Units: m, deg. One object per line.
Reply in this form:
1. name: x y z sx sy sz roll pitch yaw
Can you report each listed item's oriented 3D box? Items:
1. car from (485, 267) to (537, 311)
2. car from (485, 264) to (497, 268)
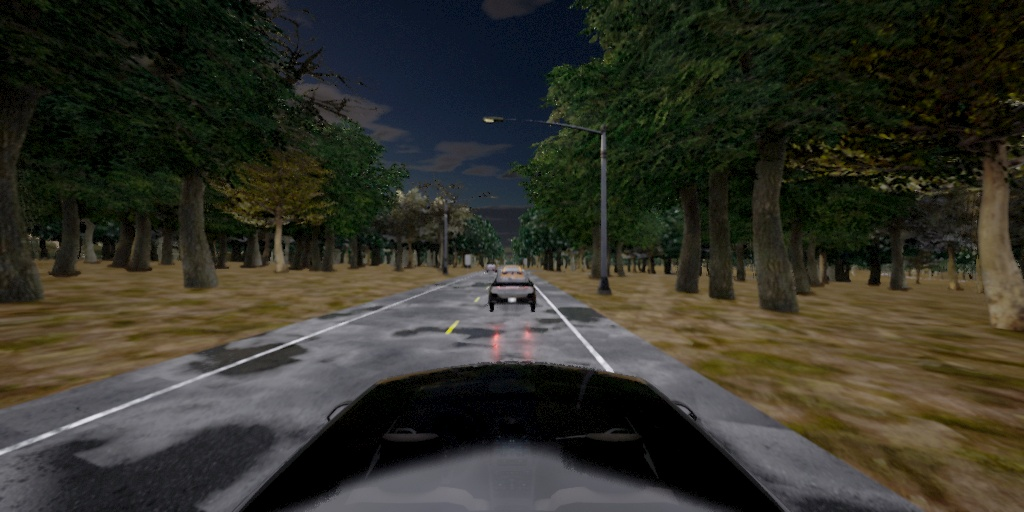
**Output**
1. car: 0.026 1.398 15.366 2.128 1.511 4.902 0 -1 0
2. car: -3.499 2.146 61.048 1.812 1.442 4.674 0 -1 1
